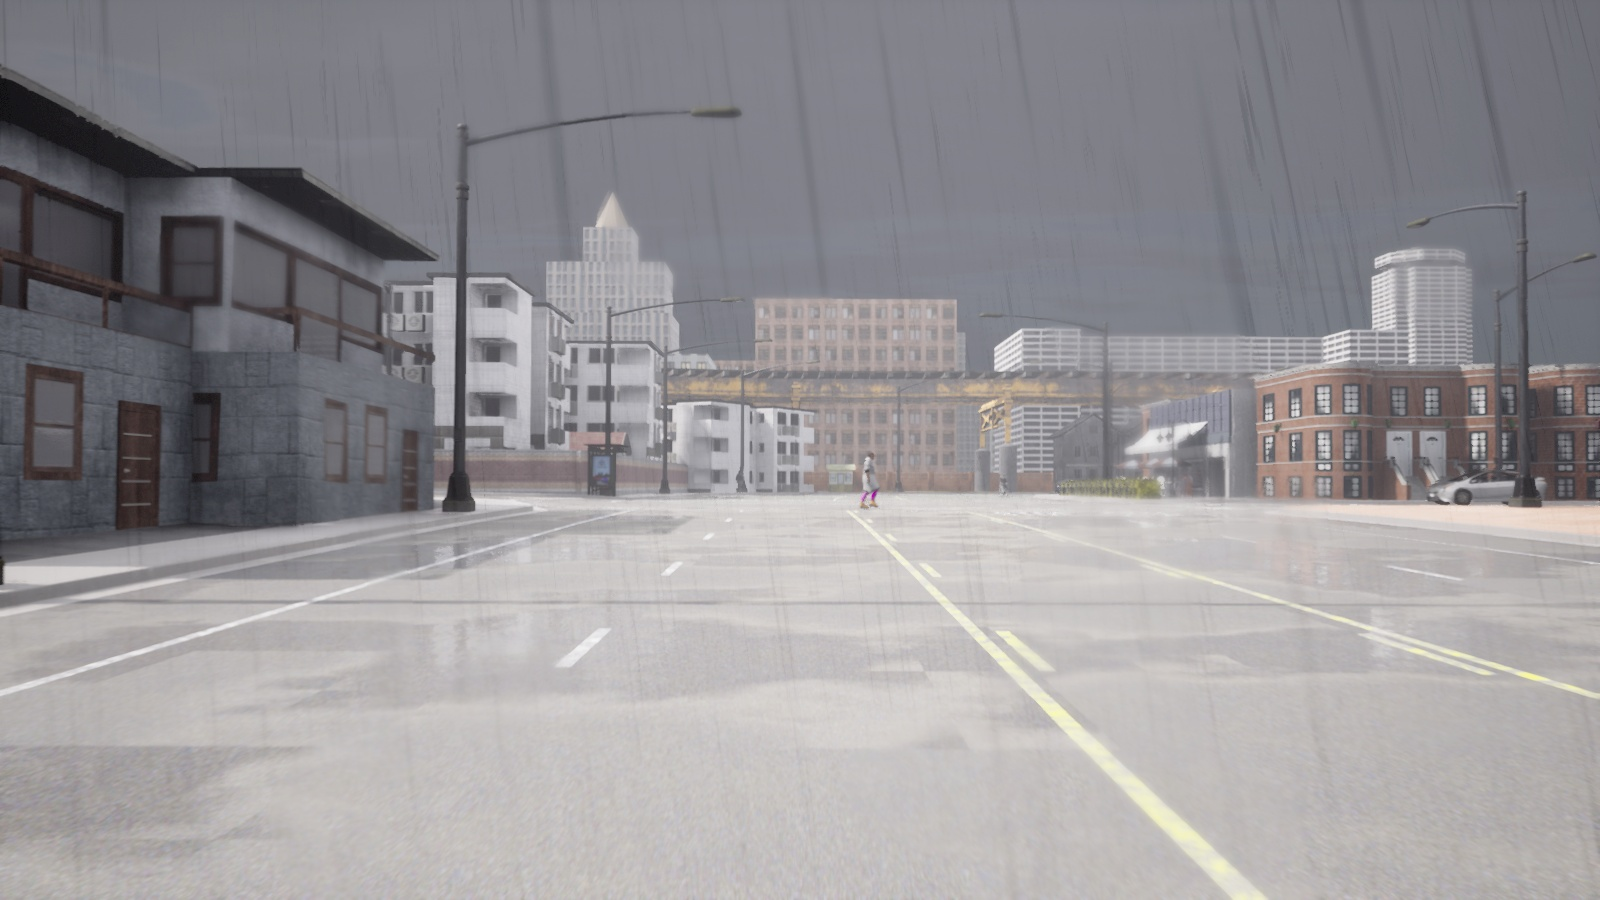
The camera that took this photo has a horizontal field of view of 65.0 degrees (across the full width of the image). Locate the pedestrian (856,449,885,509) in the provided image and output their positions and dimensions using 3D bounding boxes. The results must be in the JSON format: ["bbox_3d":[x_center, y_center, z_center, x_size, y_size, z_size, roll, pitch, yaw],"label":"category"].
[{"bbox_3d":[2.331,0.960,41.594,0.873,1.952,0.659,0,-2,-4],"label":"pedestrian"}]

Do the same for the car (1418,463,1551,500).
[{"bbox_3d":[28.872,1.336,53.087,4.514,1.525,2.007,0,-2,1],"label":"car"}]
